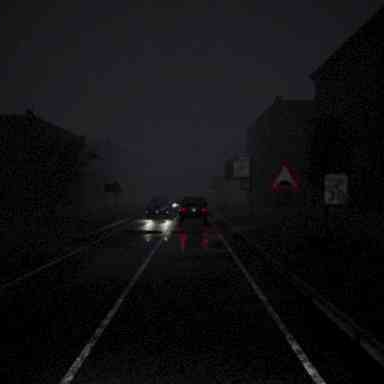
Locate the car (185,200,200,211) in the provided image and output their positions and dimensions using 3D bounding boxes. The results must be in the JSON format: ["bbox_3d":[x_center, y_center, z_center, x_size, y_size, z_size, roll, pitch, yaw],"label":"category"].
[{"bbox_3d":[0.091,1.819,44.641,1.895,1.301,4.718,0,0,1],"label":"car"}]

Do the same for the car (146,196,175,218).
[{"bbox_3d":[-3.068,1.378,31.965,2.150,2.045,5.566,0,0,0],"label":"car"}]

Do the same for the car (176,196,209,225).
[{"bbox_3d":[0.117,1.342,25.437,2.150,2.045,5.566,0,0,0],"label":"car"}]
